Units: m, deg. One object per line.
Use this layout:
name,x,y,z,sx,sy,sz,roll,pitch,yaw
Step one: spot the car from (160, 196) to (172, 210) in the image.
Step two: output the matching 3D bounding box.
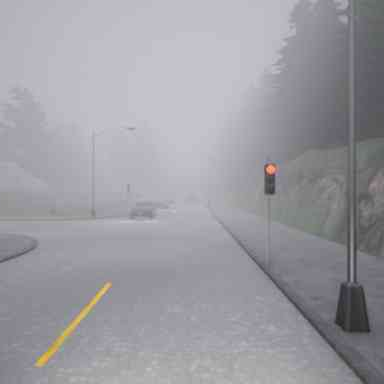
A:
car,-4.105,1.531,44.024,1.812,1.442,4.674,0,0,0

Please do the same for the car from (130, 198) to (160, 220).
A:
car,-4.104,1.510,28.597,1.837,1.490,4.892,0,0,0

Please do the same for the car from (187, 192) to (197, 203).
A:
car,-0.013,1.360,68.366,2.097,1.767,4.553,0,0,0

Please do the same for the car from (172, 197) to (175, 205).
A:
car,-4.078,1.533,60.290,1.812,1.442,4.674,0,0,0

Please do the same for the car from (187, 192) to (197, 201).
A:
car,-0.015,1.118,78.462,2.150,2.045,5.566,0,0,0
